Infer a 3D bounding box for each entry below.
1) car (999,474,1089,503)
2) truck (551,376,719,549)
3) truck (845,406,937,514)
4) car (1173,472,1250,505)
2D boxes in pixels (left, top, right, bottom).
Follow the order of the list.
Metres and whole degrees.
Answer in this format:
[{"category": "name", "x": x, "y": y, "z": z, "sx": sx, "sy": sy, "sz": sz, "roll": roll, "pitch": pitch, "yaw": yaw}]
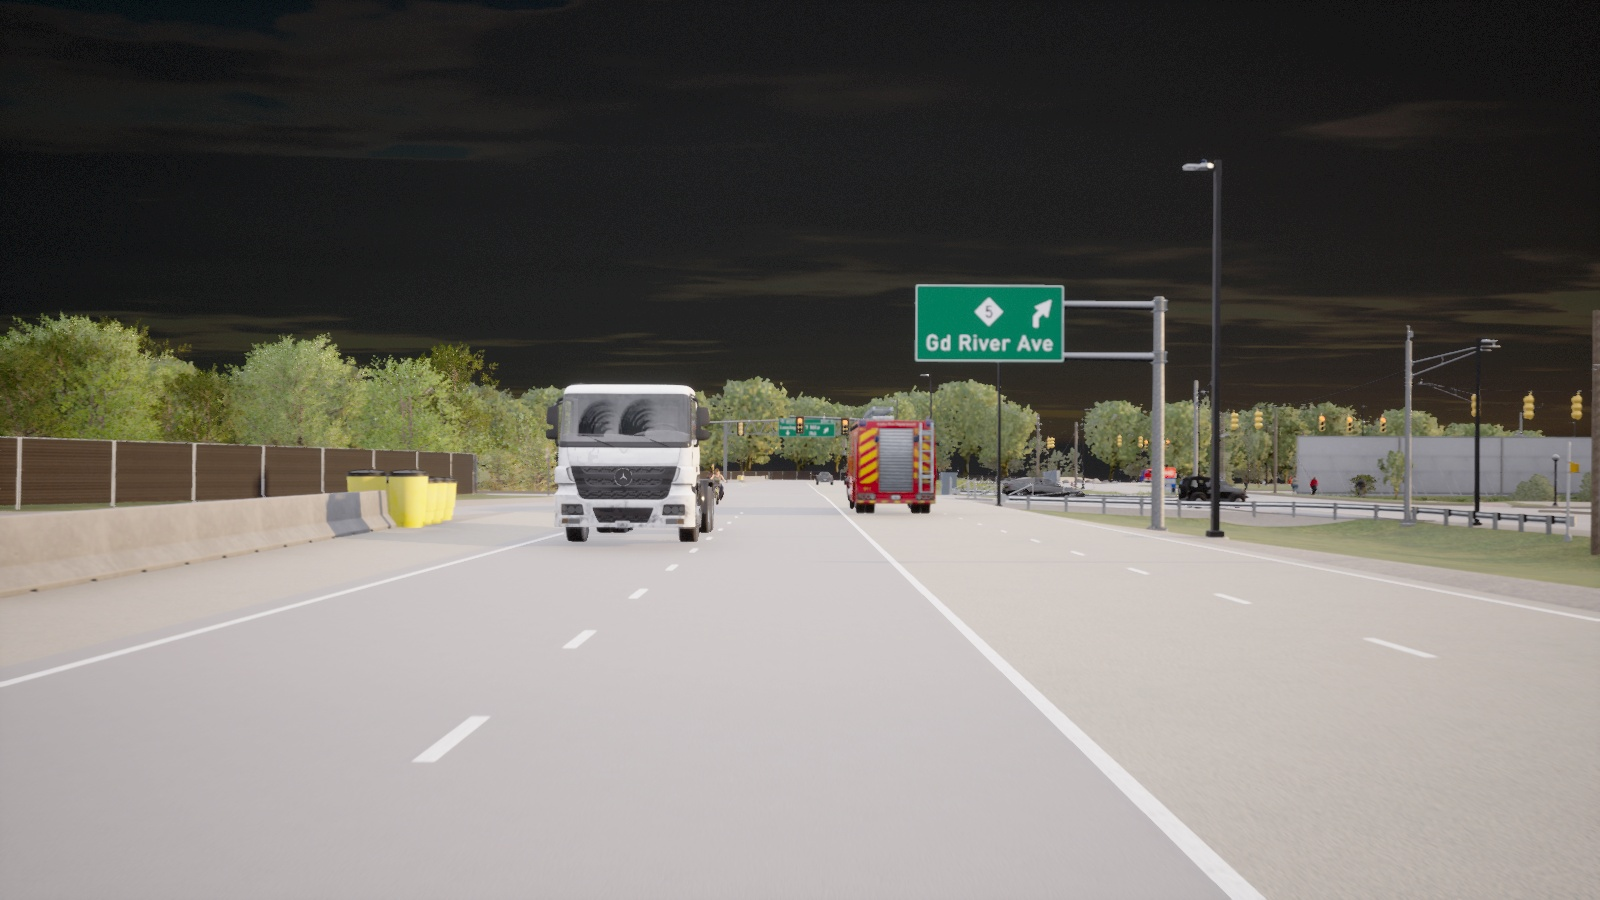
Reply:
[{"category": "car", "x": 14.266, "y": 2.241, "z": 73.536, "sx": 4.792, "sy": 1.488, "sz": 2.163, "roll": 2, "pitch": -1, "yaw": 0}, {"category": "truck", "x": -3.572, "y": 0.317, "z": 29.212, "sx": 2.891, "sy": 3.462, "sz": 7.936, "roll": 0, "pitch": -1, "yaw": 0}, {"category": "truck", "x": 3.382, "y": 0.415, "z": 48.782, "sx": 2.891, "sy": 3.827, "sz": 8.468, "roll": 0, "pitch": -1, "yaw": 0}, {"category": "car", "x": 24.105, "y": 2.256, "z": 73.572, "sx": 3.866, "sy": 1.878, "sz": 1.905, "roll": 0, "pitch": -1, "yaw": 0}]
